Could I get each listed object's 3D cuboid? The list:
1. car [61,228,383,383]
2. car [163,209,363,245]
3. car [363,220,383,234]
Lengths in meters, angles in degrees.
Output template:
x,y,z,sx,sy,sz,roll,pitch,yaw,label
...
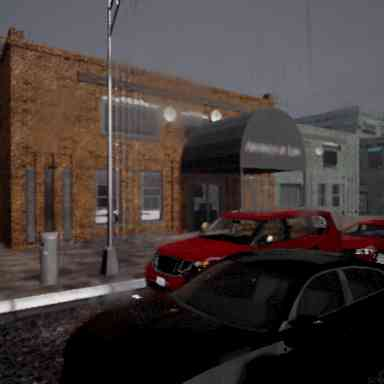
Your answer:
x,y,z,sx,sy,sz,roll,pitch,yaw,label
1.038,1.495,4.117,5.008,1.535,1.882,0,0,-35,car
1.472,1.344,7.614,5.009,1.841,2.192,0,-1,-35,car
5.985,1.603,10.831,4.507,1.381,1.887,0,-1,-35,car
